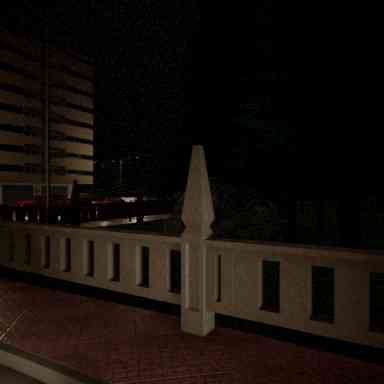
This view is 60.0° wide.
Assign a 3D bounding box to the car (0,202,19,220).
[{"bbox_3d":[-16.509,1.542,25.638,2.128,1.511,4.902,0,0,29],"label":"car"}]

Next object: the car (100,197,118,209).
[{"bbox_3d":[-10.764,1.402,43.211,2.097,1.767,4.553,0,0,29],"label":"car"}]

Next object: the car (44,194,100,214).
[{"bbox_3d":[-12.049,1.403,33.694,2.097,1.767,4.553,0,0,29],"label":"car"}]

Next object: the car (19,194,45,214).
[{"bbox_3d":[-15.510,1.272,34.664,2.150,2.045,5.566,0,0,29],"label":"car"}]

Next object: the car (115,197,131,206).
[{"bbox_3d":[-7.137,1.652,42.538,1.895,1.301,4.718,0,0,29],"label":"car"}]

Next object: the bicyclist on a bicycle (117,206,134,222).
[{"bbox_3d":[-4.861,1.354,24.001,1.656,1.620,0.582,0,0,29],"label":"bicyclist on a bicycle"}]
